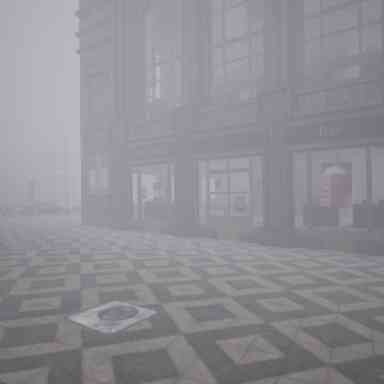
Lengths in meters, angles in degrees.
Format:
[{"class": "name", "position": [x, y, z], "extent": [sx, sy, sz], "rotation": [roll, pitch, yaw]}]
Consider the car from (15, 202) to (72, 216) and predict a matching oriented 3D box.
[{"class": "car", "position": [-14.185, 1.579, 31.807], "extent": [1.947, 1.339, 4.313], "rotation": [-1, -1, 35]}]

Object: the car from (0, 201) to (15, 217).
[{"class": "car", "position": [-17.464, 1.544, 27.181], "extent": [2.008, 1.369, 4.403], "rotation": [-1, -1, 35]}]

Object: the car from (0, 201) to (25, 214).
[{"class": "car", "position": [-21.123, 1.694, 36.759], "extent": [2.008, 1.369, 4.403], "rotation": [-1, -1, 35]}]

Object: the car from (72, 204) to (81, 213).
[{"class": "car", "position": [-10.811, 1.564, 36.571], "extent": [1.752, 1.417, 4.829], "rotation": [-1, -1, 35]}]
